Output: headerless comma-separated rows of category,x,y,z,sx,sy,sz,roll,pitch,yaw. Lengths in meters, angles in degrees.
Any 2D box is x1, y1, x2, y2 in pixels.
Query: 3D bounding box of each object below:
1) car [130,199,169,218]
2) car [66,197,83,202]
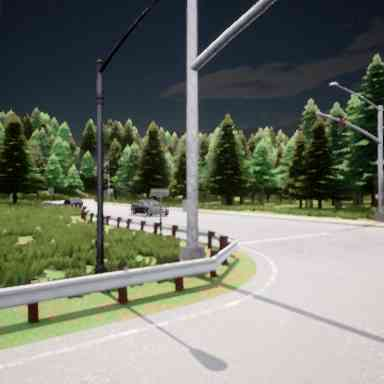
car,-3.881,1.426,29.865,2.128,1.511,4.902,0,0,-36
car,-17.345,1.500,48.860,1.994,1.385,4.181,0,0,-34
